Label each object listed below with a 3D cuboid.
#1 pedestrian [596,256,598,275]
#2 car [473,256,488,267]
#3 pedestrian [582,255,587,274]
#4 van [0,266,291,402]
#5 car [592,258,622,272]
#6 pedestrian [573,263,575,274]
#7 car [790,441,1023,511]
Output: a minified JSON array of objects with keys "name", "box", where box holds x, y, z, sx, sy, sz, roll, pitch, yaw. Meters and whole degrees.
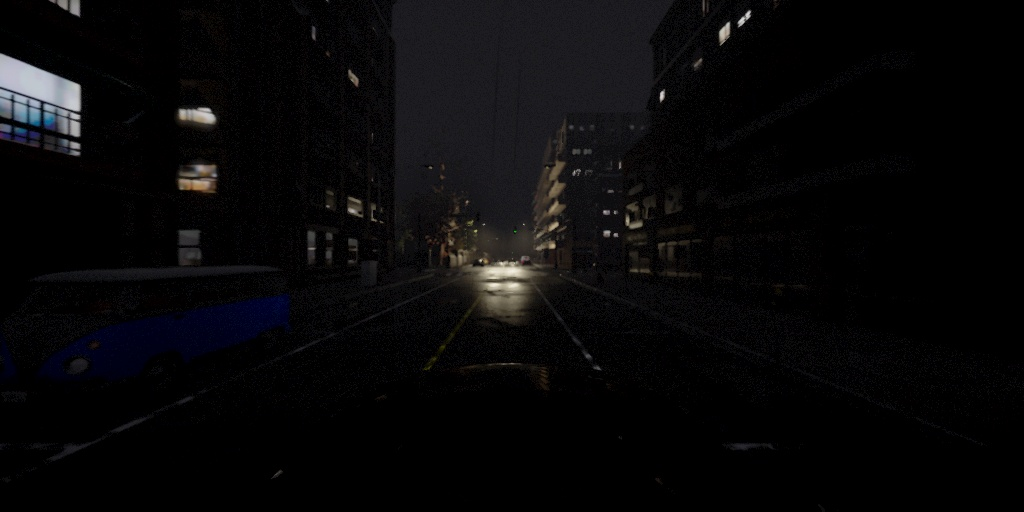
[{"name":"pedestrian","box":[8.142,0.842,34.316,0.375,1.860,0.375,0,0,0]},{"name":"car","box":[-5.678,1.161,61.249,1.948,1.339,4.313,0,0,0]},{"name":"pedestrian","box":[6.810,0.801,33.717,0.375,1.860,0.375,0,0,0]},{"name":"van","box":[-5.689,1.076,6.200,1.690,1.789,3.998,0,0,0]},{"name":"car","box":[13.459,1.216,48.905,5.009,1.841,2.192,0,0,-1]},{"name":"pedestrian","box":[6.088,1.171,34.917,0.500,1.100,0.500,0,0,0]},{"name":"car","box":[2.691,1.320,0.539,1.948,1.339,4.313,0,0,0]}]
